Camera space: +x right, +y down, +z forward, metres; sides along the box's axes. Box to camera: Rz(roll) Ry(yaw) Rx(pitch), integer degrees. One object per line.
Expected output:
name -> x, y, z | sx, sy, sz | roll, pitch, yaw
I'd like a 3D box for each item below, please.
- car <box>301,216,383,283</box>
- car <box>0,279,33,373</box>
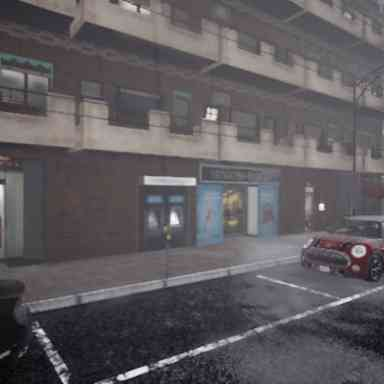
car -> 5.015, 1.444, 9.668 | 4.097, 1.590, 1.967 | 0, 0, -35
car -> -3.998, 1.550, 3.240 | 4.403, 1.369, 2.008 | 0, 0, -35
